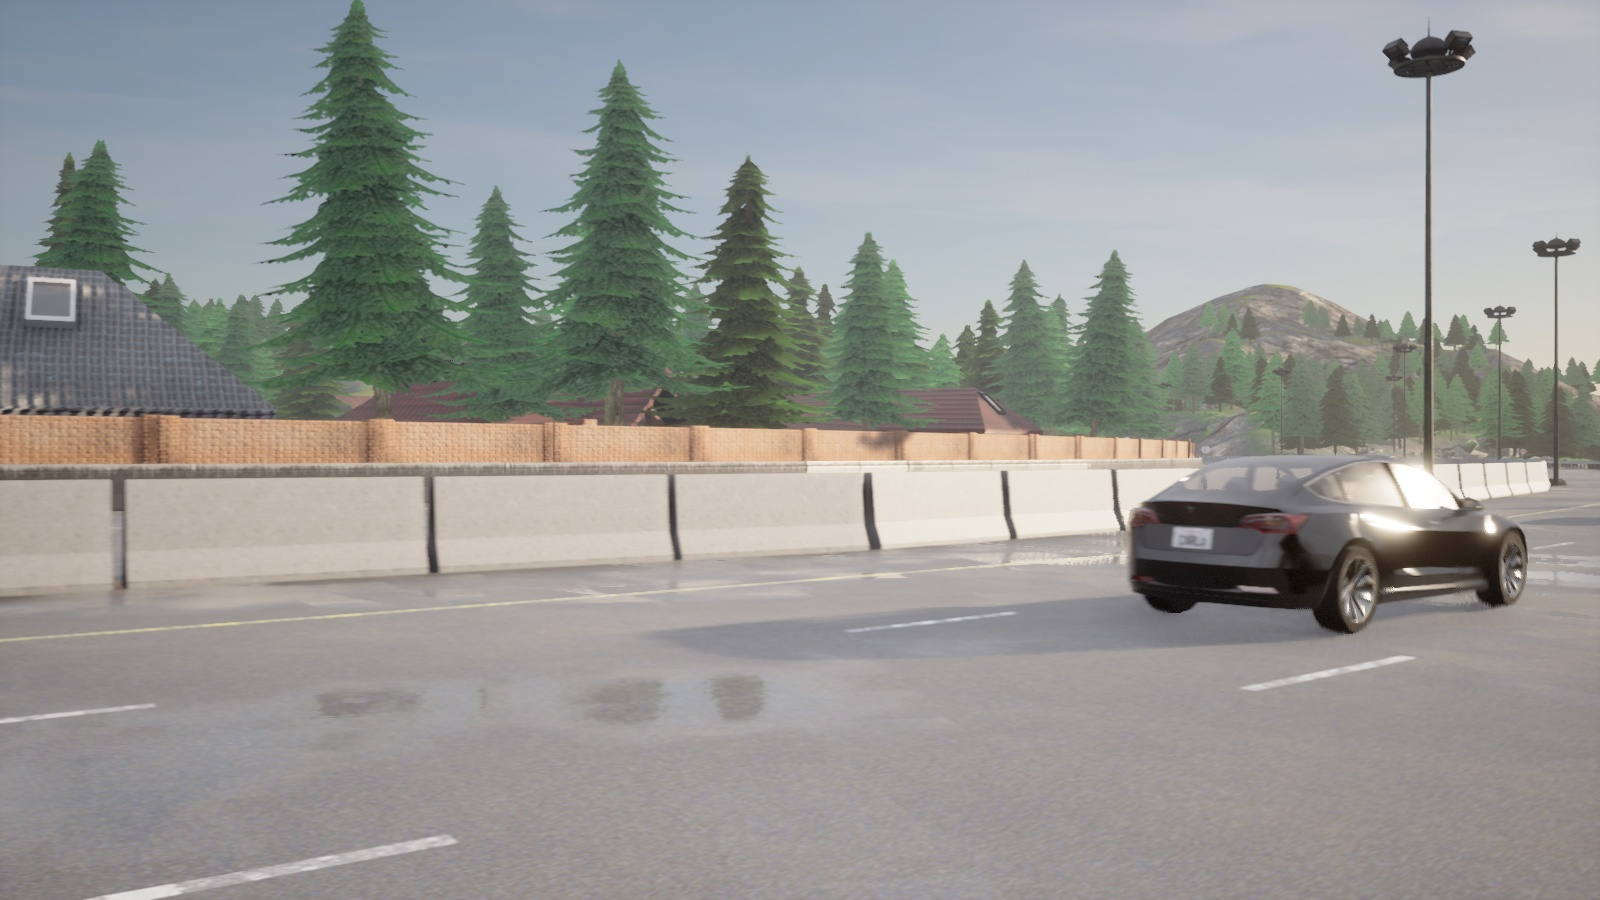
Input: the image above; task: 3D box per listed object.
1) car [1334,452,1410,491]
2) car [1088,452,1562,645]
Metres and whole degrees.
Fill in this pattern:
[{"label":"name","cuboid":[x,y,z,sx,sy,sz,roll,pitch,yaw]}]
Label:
[{"label":"car","cuboid":[23.320,0.827,51.112,1.837,1.490,4.892,0,0,36]},{"label":"car","cuboid":[5.151,0.763,12.027,4.792,1.488,2.163,0,0,-39]}]
